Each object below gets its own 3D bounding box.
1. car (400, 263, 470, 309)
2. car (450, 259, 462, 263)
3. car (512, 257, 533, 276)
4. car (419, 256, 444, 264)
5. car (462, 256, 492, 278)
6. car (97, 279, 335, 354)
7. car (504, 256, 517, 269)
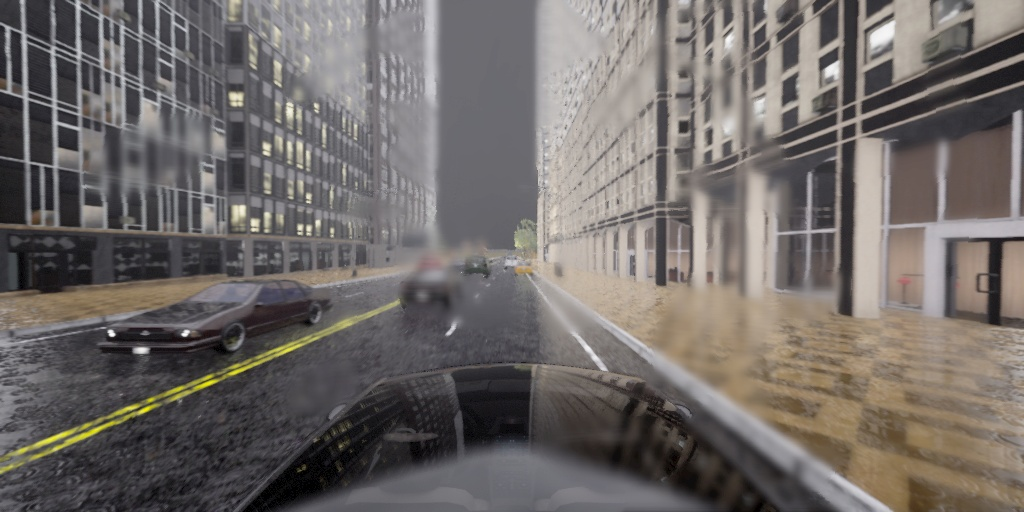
[{"bbox_3d":[-3.146,1.231,15.065,1.882,1.535,5.008,0,0,0],"label":"car"},{"bbox_3d":[-6.553,1.104,44.401,2.097,1.767,4.553,0,0,0],"label":"car"},{"bbox_3d":[1.151,1.210,36.744,1.801,1.575,5.366,0,0,0],"label":"car"},{"bbox_3d":[-9.806,0.972,43.847,2.150,2.045,5.566,0,0,0],"label":"car"},{"bbox_3d":[-3.140,0.977,34.337,2.150,2.045,5.566,0,0,0],"label":"car"},{"bbox_3d":[-6.558,1.299,9.025,2.033,1.411,5.357,0,0,1],"label":"car"},{"bbox_3d":[0.021,0.970,54.893,2.150,2.045,5.566,0,0,0],"label":"car"}]
